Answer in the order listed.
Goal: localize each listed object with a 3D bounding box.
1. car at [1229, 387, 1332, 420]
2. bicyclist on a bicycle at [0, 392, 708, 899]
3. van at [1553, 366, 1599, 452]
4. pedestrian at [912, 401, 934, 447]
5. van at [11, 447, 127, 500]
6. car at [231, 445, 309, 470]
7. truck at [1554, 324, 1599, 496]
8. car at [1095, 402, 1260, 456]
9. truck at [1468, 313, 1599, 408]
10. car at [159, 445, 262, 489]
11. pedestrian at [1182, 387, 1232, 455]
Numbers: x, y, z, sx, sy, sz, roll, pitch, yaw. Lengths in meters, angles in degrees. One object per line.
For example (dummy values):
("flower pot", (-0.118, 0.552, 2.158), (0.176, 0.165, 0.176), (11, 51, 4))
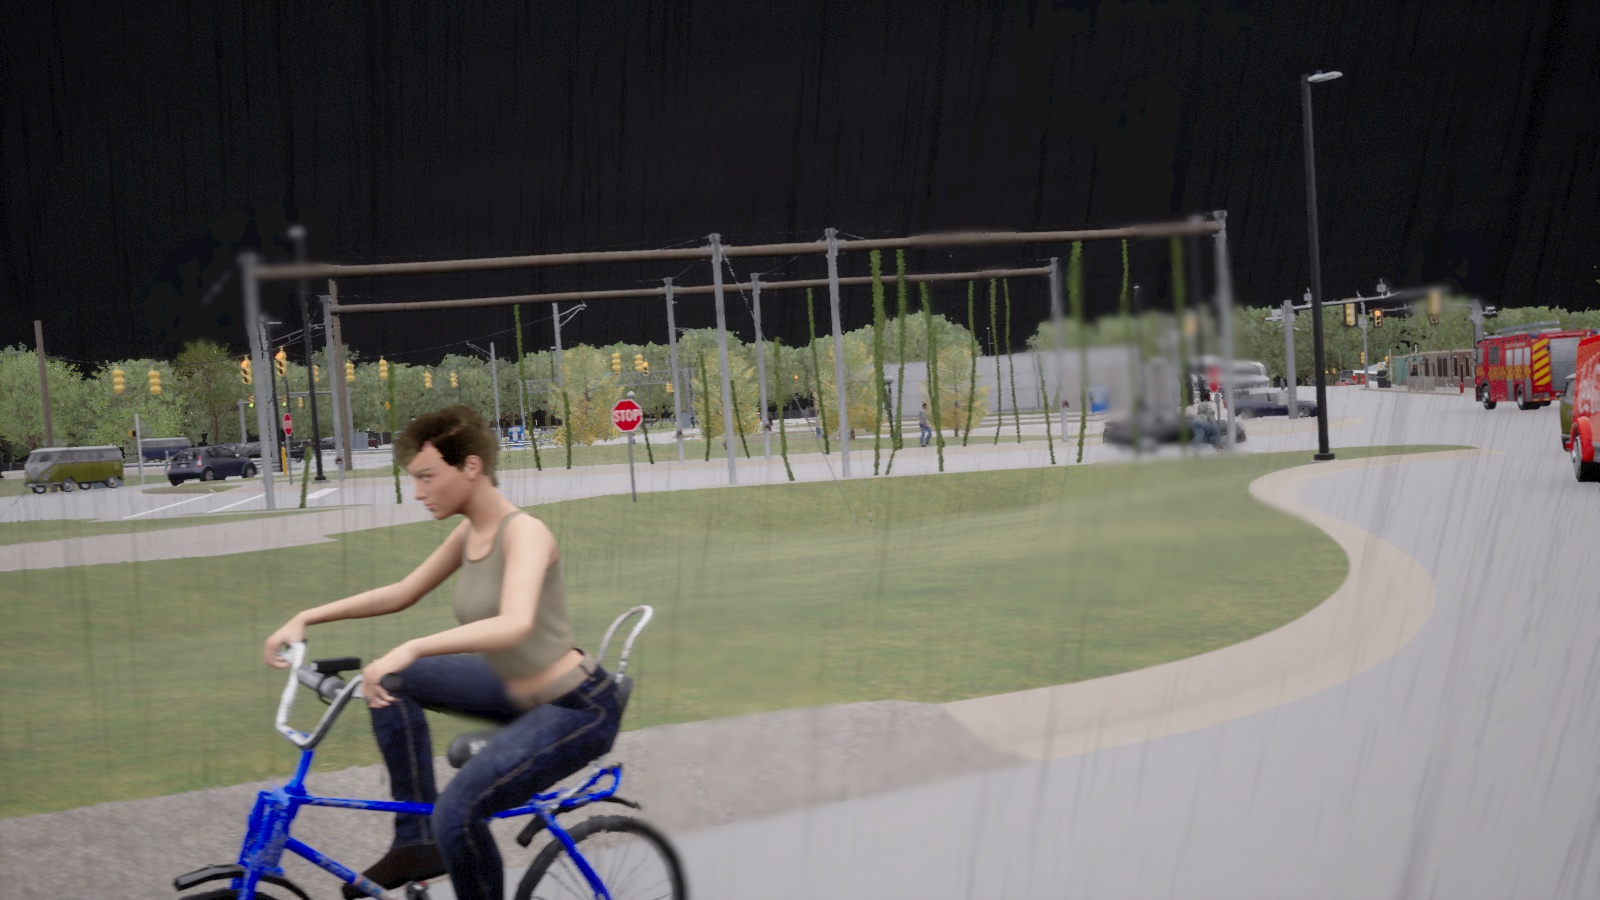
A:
("car", (26.583, -2.573, 69.542), (4.792, 1.488, 2.163), (-2, 3, 38))
("bicyclist on a bicycle", (-1.091, 0.704, 2.910), (1.509, 1.612, 0.866), (-1, 0, -35))
("van", (20.140, -1.100, 31.483), (1.775, 1.987, 4.442), (-2, 2, 35))
("pedestrian", (5.120, -1.090, 52.102), (0.706, 1.836, 0.354), (-5, 3, -12))
("van", (-32.360, 1.007, 55.755), (1.775, 1.987, 4.442), (-4, 1, 13))
("car", (-36.331, 0.510, 86.118), (4.718, 1.301, 1.895), (-3, 2, 16))
("truck", (13.336, -0.693, 19.006), (2.627, 2.467, 5.204), (-2, 2, 24))
("car", (12.836, -0.750, 42.871), (4.902, 1.511, 2.128), (-4, 3, -10))
("truck", (33.734, -3.982, 57.918), (2.891, 3.827, 8.468), (-4, 1, 13))
("car", (-25.488, 0.710, 54.428), (1.851, 1.617, 3.988), (-4, 1, 13))
("pedestrian", (11.569, -0.819, 35.742), (0.900, 1.855, 0.874), (-6, 3, -25))
